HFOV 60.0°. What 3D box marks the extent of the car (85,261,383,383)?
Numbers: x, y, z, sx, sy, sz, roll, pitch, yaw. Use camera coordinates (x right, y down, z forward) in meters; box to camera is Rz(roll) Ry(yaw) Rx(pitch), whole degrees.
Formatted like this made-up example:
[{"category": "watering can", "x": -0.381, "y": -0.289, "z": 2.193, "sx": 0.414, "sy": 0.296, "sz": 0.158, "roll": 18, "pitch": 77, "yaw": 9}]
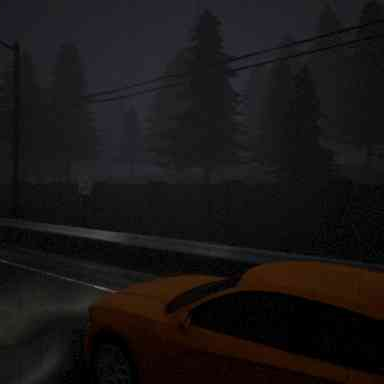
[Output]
[{"category": "car", "x": 1.023, "y": 1.464, "z": 3.262, "sx": 5.008, "sy": 1.535, "sz": 1.882, "roll": 1, "pitch": 1, "yaw": 35}]
